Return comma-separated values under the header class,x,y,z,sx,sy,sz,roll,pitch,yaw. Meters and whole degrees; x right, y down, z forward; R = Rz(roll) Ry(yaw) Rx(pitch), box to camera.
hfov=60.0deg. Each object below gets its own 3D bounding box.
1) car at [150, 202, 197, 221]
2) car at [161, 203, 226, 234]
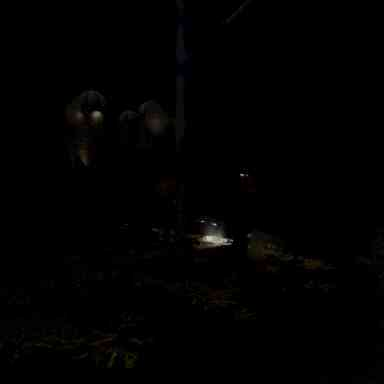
class,x,y,z,sx,sy,sz,roll,pitch,yaw
car,-1.662,1.564,28.043,1.994,1.385,4.181,0,0,-36
car,0.060,1.564,19.302,1.994,1.385,4.181,0,0,-35
